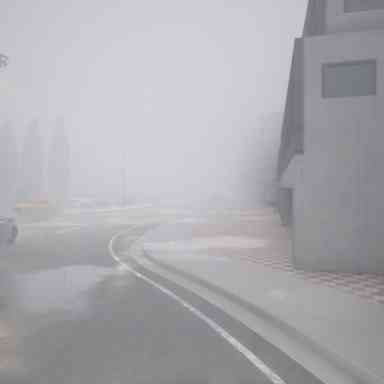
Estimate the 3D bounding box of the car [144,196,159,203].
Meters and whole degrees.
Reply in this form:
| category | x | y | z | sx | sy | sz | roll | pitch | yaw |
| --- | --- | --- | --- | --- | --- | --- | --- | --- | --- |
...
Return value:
| category | x | y | z | sx | sy | sz | roll | pitch | yaw |
| --- | --- | --- | --- | --- | --- | --- | --- | --- | --- |
| car | -7.949 | 1.564 | 66.112 | 1.994 | 1.385 | 4.181 | 0 | 0 | 14 |

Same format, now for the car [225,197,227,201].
| category | x | y | z | sx | sy | sz | roll | pitch | yaw |
| --- | --- | --- | --- | --- | --- | --- | --- | --- | --- |
| car | 7.391 | 1.552 | 80.915 | 1.994 | 1.385 | 4.181 | 0 | 0 | 13 |

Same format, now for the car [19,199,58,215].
| category | x | y | z | sx | sy | sz | roll | pitch | yaw |
| --- | --- | --- | --- | --- | --- | --- | --- | --- | --- |
| car | -15.958 | 1.477 | 34.133 | 1.882 | 1.535 | 5.008 | 0 | 0 | 18 |

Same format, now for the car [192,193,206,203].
| category | x | y | z | sx | sy | sz | roll | pitch | yaw |
| --- | --- | --- | --- | --- | --- | --- | --- | --- | --- |
| car | 1.607 | 1.217 | 71.642 | 2.150 | 2.045 | 5.566 | 0 | 0 | 13 |

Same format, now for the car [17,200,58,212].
| category | x | y | z | sx | sy | sz | roll | pitch | yaw |
| --- | --- | --- | --- | --- | --- | --- | --- | --- | --- |
| car | -18.045 | 1.601 | 39.175 | 1.895 | 1.301 | 4.718 | 0 | 0 | 14 |

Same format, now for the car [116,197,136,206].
| category | x | y | z | sx | sy | sz | roll | pitch | yaw |
| --- | --- | --- | --- | --- | --- | --- | --- | --- | --- |
| car | -10.768 | 1.492 | 54.380 | 2.128 | 1.511 | 4.902 | 0 | 0 | 14 |

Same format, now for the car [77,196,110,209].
| category | x | y | z | sx | sy | sz | roll | pitch | yaw |
| --- | --- | --- | --- | --- | --- | --- | --- | --- | --- |
| car | -13.027 | 1.601 | 44.851 | 1.895 | 1.301 | 4.718 | 0 | 0 | 13 |

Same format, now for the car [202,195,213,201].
| category | x | y | z | sx | sy | sz | roll | pitch | yaw |
| --- | --- | --- | --- | --- | --- | --- | --- | --- | --- |
| car | 3.897 | 1.356 | 81.349 | 1.812 | 1.442 | 4.674 | 0 | 0 | 13 |

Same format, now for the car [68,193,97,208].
| category | x | y | z | sx | sy | sz | roll | pitch | yaw |
| --- | --- | --- | --- | --- | --- | --- | --- | --- | --- |
| car | -15.770 | 1.221 | 48.501 | 2.150 | 2.045 | 5.566 | 0 | 0 | 13 |

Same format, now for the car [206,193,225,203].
| category | x | y | z | sx | sy | sz | roll | pitch | yaw |
| --- | --- | --- | --- | --- | --- | --- | --- | --- | --- |
| car | 5.011 | 1.225 | 70.783 | 2.150 | 2.045 | 5.566 | 0 | 0 | 13 |

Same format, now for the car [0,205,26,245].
| category | x | y | z | sx | sy | sz | roll | pitch | yaw |
| --- | --- | --- | --- | --- | --- | --- | --- | --- | --- |
| car | -8.216 | 1.492 | 12.883 | 2.128 | 1.511 | 4.902 | 0 | 0 | -16 |
